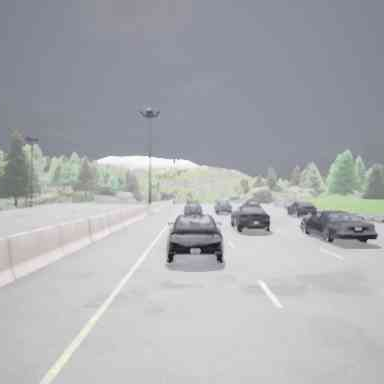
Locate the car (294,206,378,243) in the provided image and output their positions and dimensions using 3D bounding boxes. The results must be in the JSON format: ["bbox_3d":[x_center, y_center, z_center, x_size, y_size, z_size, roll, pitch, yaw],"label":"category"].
[{"bbox_3d":[7.101,1.646,16.710,2.033,1.411,5.357,0,0,0],"label":"car"}]

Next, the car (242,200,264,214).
[{"bbox_3d":[7.097,1.757,39.324,1.812,1.442,4.674,0,0,0],"label":"car"}]

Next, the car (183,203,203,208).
[{"bbox_3d":[0.105,1.743,32.703,2.033,1.411,5.357,0,0,0],"label":"car"}]

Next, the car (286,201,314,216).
[{"bbox_3d":[10.604,1.693,32.353,1.837,1.490,4.892,0,0,0],"label":"car"}]

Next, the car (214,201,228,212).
[{"bbox_3d":[3.605,1.778,38.584,2.033,1.411,5.357,0,0,0],"label":"car"}]

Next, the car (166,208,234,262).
[{"bbox_3d":[0.102,1.565,12.380,2.128,1.511,4.902,0,0,0],"label":"car"}]

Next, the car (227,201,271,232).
[{"bbox_3d":[3.602,1.603,21.108,1.882,1.535,5.008,0,0,0],"label":"car"}]
